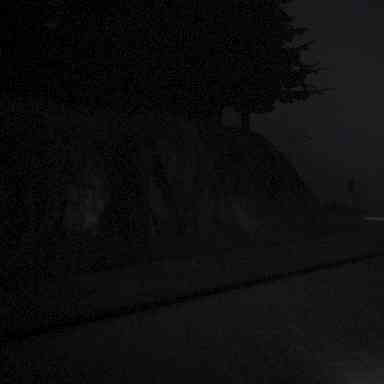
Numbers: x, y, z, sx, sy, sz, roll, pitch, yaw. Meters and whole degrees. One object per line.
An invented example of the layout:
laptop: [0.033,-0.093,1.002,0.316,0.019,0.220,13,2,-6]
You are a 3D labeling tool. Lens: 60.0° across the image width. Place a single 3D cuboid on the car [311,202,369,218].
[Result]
car: [13.373,1.601,30.223,1.895,1.301,4.718,0,0,-35]
